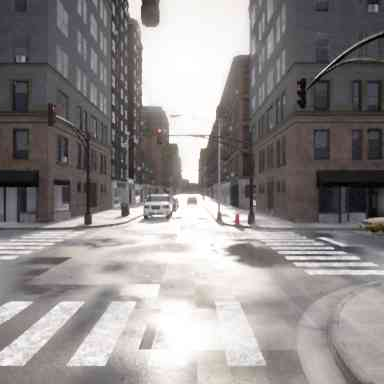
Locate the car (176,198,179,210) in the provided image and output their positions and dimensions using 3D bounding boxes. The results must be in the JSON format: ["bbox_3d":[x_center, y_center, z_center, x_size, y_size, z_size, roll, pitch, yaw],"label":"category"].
[{"bbox_3d":[-2.888,1.333,39.435,2.097,1.767,4.553,0,0,0],"label":"car"}]

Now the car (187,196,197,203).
[{"bbox_3d":[0.022,1.549,70.031,1.895,1.301,4.718,0,0,0],"label":"car"}]

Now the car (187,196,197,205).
[{"bbox_3d":[0.027,1.508,59.656,2.033,1.411,5.357,0,0,0],"label":"car"}]

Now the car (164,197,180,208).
[{"bbox_3d":[-2.900,1.519,49.717,2.033,1.411,5.357,0,0,0],"label":"car"}]

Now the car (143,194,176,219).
[{"bbox_3d":[-2.882,1.209,29.170,2.150,2.045,5.566,0,0,0],"label":"car"}]

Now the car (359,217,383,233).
[{"bbox_3d":[11.613,1.549,17.870,4.829,1.417,1.752,0,0,0],"label":"car"}]
